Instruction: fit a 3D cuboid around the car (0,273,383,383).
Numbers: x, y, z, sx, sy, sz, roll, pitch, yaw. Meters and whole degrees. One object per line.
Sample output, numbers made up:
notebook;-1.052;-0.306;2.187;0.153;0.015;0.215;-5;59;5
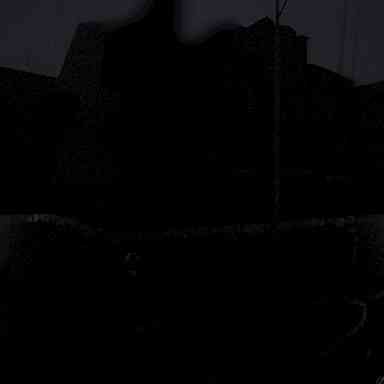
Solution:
car;0.229;1.565;2.966;4.313;1.339;1.947;0;0;-35
